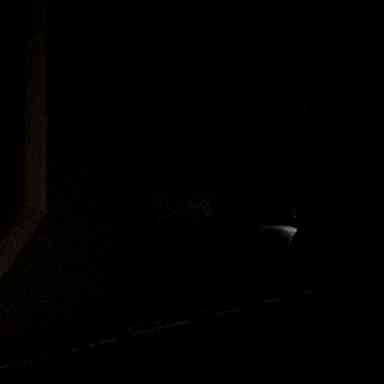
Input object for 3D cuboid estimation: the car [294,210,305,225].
[{"bbox_3d":[8.897,1.491,22.144,4.892,1.490,1.837,0,0,-33],"label":"car"}]
